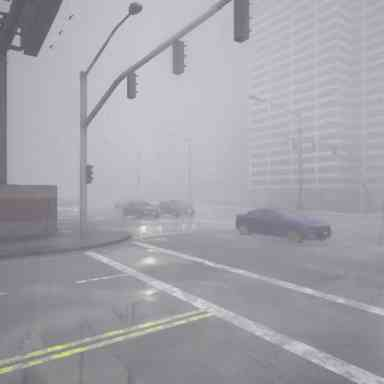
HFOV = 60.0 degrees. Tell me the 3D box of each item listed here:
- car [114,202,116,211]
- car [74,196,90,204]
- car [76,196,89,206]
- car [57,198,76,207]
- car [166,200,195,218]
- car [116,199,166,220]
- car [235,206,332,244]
[{"bbox_3d":[-7.692,1.525,39.088,1.812,1.442,4.674,0,0,-35],"label":"car"},{"bbox_3d":[-21.554,1.525,65.107,1.812,1.442,4.674,0,0,-35],"label":"car"},{"bbox_3d":[-18.870,1.600,55.033,1.895,1.301,4.718,0,0,-35],"label":"car"},{"bbox_3d":[-19.675,1.547,50.049,2.033,1.411,5.357,0,0,-35],"label":"car"},{"bbox_3d":[-1.628,1.491,30.488,2.128,1.511,4.902,0,0,-35],"label":"car"},{"bbox_3d":[-4.447,1.504,28.414,1.837,1.490,4.892,0,0,-35],"label":"car"},{"bbox_3d":[4.230,1.477,16.133,1.882,1.535,5.008,0,0,-35],"label":"car"}]
